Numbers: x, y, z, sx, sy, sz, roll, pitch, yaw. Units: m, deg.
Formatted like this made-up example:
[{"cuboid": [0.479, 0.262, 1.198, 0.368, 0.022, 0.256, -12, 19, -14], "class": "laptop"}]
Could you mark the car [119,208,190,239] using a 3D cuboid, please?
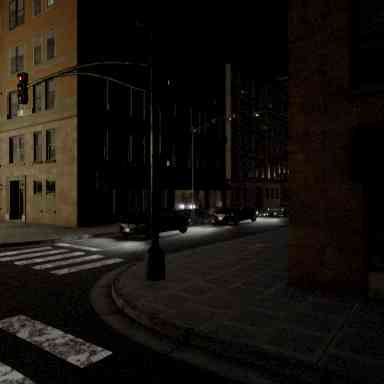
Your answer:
[{"cuboid": [-1.878, 1.610, 18.276, 1.812, 1.442, 4.674, 0, 0, 34], "class": "car"}]

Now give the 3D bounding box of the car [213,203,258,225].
[{"cuboid": [3.453, 1.627, 25.748, 2.128, 1.511, 4.902, 0, 0, 35], "class": "car"}]

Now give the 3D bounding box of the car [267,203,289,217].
[{"cuboid": [9.356, 1.791, 34.011, 1.895, 1.301, 4.718, 0, 0, 36], "class": "car"}]
